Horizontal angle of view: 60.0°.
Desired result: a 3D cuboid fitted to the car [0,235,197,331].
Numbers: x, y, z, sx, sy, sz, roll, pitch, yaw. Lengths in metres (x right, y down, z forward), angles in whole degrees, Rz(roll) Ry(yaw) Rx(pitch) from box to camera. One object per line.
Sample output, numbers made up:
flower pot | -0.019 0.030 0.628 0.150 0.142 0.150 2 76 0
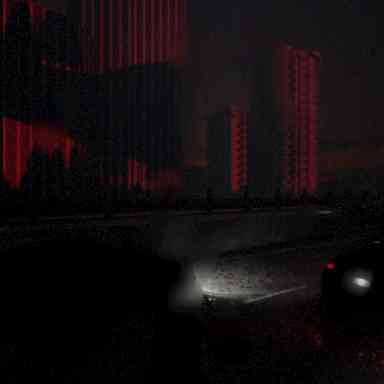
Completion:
car | -2.511 1.548 6.252 5.357 1.411 2.033 0 0 -36

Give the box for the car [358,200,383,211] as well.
car | 20.066 1.540 35.490 4.674 1.442 1.812 0 0 -35

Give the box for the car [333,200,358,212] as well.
car | 18.135 1.578 38.409 4.181 1.385 1.994 0 0 -35

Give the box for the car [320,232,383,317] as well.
car | 4.624 1.566 7.043 4.181 1.385 1.994 0 0 -36
